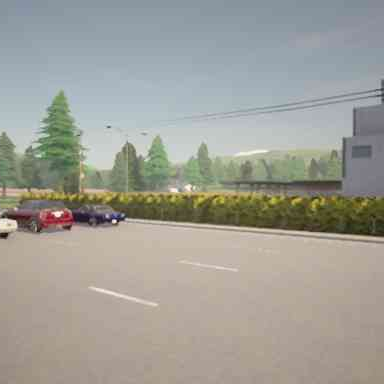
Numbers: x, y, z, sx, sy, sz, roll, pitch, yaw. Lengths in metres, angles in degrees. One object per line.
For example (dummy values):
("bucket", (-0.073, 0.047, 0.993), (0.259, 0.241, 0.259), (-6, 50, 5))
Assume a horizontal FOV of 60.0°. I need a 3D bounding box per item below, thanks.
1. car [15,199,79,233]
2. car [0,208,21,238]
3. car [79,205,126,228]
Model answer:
("car", (-8.856, 1.243, 18.912), (4.553, 1.767, 2.097), (0, 0, 36))
("car", (-10.313, 1.497, 15.652), (4.718, 1.301, 1.895), (0, 0, 36))
("car", (-6.533, 1.494, 21.554), (4.718, 1.301, 1.895), (0, 0, 36))
